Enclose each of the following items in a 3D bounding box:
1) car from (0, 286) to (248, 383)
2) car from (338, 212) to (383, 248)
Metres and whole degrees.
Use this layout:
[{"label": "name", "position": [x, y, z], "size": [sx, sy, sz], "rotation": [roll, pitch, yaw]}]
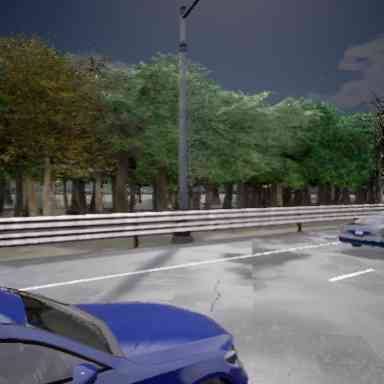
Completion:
[{"label": "car", "position": [-1.662, 1.518, 2.534], "size": [4.674, 1.442, 1.812], "rotation": [0, 0, -35]}, {"label": "car", "position": [8.236, 1.541, 13.594], "size": [5.357, 1.411, 2.033], "rotation": [0, 0, -33]}]
